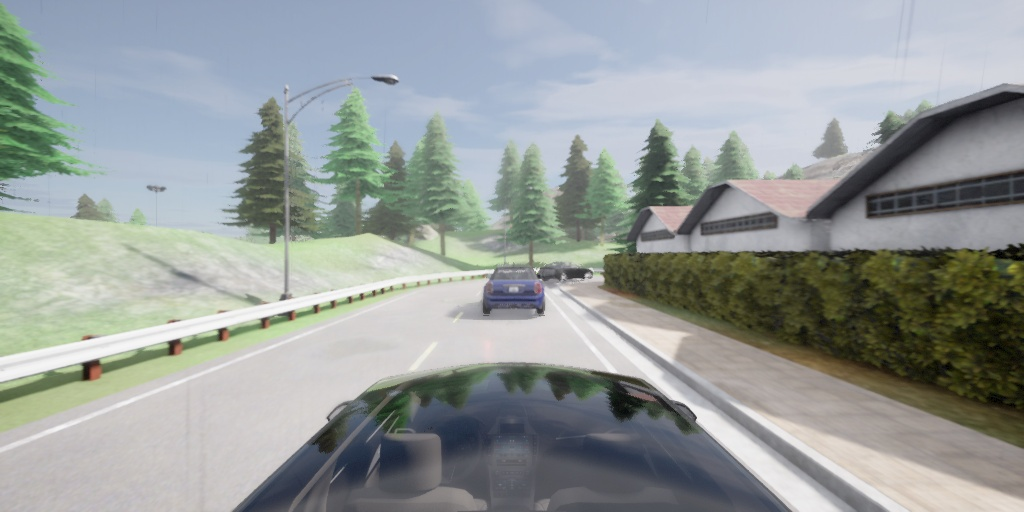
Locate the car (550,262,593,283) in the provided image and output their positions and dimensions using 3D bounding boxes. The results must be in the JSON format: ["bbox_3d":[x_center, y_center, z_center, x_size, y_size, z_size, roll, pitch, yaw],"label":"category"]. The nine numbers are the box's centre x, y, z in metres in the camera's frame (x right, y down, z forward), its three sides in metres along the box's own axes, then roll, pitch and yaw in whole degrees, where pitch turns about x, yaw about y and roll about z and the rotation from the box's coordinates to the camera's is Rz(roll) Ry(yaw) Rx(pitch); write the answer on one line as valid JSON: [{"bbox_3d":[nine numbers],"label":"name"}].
[{"bbox_3d":[4.196,1.196,27.407,4.902,1.511,2.128,0,0,-41],"label":"car"}]

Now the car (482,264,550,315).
[{"bbox_3d":[0.085,1.088,13.598,2.097,1.767,4.553,0,0,1],"label":"car"}]
